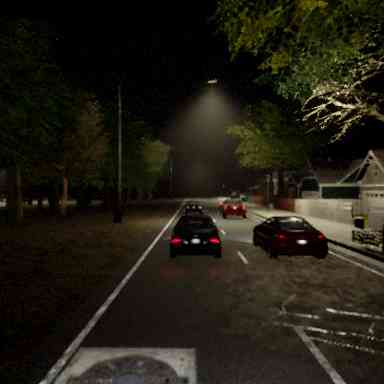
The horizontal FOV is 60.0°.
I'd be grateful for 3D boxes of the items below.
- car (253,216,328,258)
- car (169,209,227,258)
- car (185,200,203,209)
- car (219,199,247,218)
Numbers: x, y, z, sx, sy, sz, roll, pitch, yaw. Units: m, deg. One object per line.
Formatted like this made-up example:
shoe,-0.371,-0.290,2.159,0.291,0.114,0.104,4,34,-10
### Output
car,3.632,1.620,12.945,1.994,1.385,4.181,0,0,0
car,0.132,1.604,13.037,2.033,1.411,5.357,0,0,0
car,0.195,1.601,36.526,2.033,1.411,5.357,0,0,0
car,3.680,1.418,30.601,2.097,1.767,4.553,0,0,0
